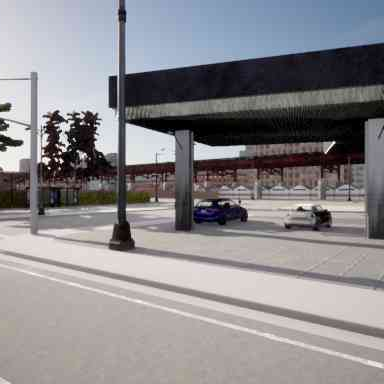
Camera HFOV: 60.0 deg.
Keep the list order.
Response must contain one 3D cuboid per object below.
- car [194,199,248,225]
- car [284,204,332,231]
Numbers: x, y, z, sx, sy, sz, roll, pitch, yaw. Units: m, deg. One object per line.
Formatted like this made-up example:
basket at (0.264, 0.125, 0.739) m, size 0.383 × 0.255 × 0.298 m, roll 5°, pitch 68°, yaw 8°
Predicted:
car at (2.057, 1.295, 22.982) m, size 2.242 × 1.667 × 4.611 m, roll 0°, pitch 0°, yaw 37°
car at (7.136, 1.456, 20.192) m, size 1.970 × 1.475 × 3.806 m, roll 0°, pitch 0°, yaw 37°
